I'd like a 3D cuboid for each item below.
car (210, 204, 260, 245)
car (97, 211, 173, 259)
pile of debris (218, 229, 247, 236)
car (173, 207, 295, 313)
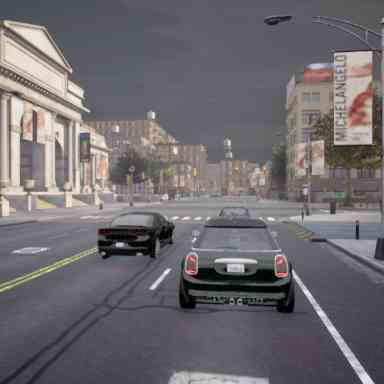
[{"bbox_3d":[2.149,1.489,16.779,2.128,1.511,4.902,0,0,7],"label":"car"},{"bbox_3d":[-1.911,1.477,12.726,1.882,1.535,5.008,0,0,7],"label":"car"},{"bbox_3d":[2.206,2.175,18.015,1.500,0.140,1.860,0,0,8],"label":"pile of debris"},{"bbox_3d":[1.015,1.352,7.930,2.097,1.767,4.553,0,0,7],"label":"car"}]
